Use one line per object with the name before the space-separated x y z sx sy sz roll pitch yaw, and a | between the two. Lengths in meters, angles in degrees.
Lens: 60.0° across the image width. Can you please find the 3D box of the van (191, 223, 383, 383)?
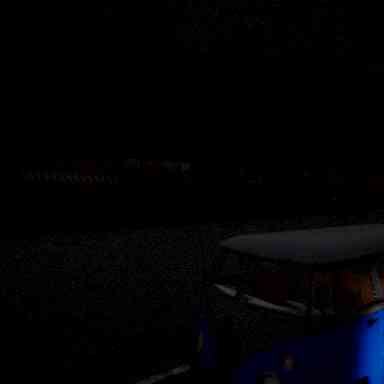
van | 1.904 1.353 4.161 3.998 1.788 1.690 0 0 -36
